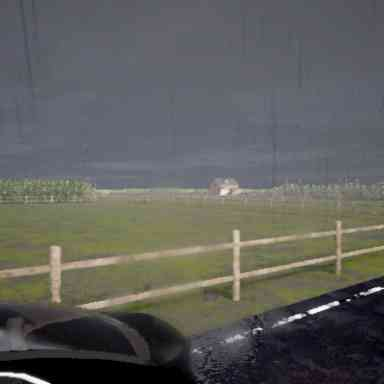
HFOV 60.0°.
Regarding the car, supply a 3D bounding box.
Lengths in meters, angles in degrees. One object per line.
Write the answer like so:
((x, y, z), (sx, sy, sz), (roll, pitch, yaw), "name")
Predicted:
((-2.148, 1.505, 1.539), (4.892, 1.490, 1.837), (0, 0, -35), "car")
